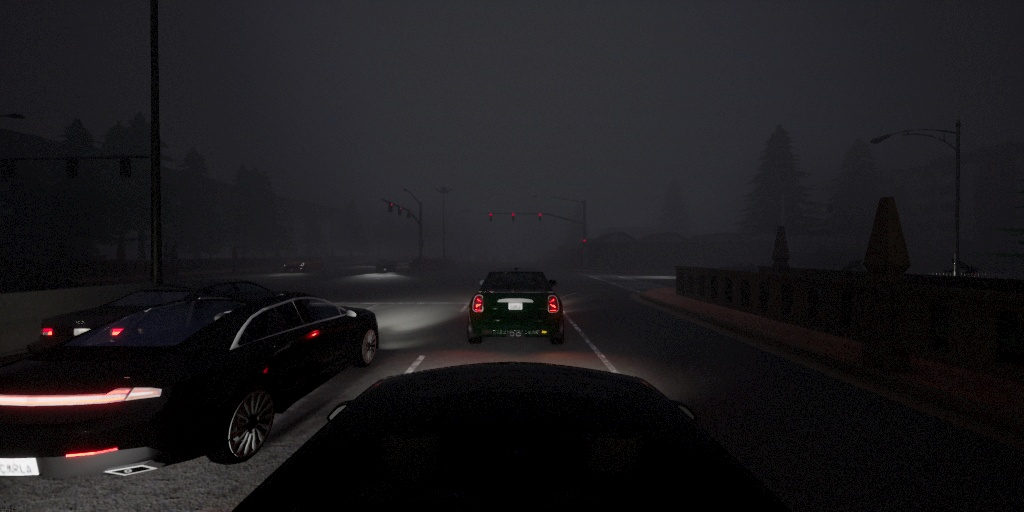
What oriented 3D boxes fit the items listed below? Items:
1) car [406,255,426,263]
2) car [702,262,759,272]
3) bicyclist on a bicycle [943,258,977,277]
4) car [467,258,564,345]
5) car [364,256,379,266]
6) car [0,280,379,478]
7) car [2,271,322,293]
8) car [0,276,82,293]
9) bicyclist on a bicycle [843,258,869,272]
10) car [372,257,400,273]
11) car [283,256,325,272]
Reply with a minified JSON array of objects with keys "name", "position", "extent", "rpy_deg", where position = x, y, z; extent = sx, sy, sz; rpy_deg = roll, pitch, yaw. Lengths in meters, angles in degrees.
[{"name":"car","position":[-14.092,0.740,54.653],"extent":[1.882,1.535,5.008],"rpy_deg":[0,1,0]},{"name":"car","position":[18.066,1.108,29.328],"extent":[4.718,1.301,1.895],"rpy_deg":[0,1,2]},{"name":"bicyclist on a bicycle","position":[22.202,0.919,17.779],"extent":[0.582,1.620,1.656],"rpy_deg":[0,0,-35]},{"name":"car","position":[0.142,1.048,9.570],"extent":[2.097,1.767,4.553],"rpy_deg":[0,1,2]},{"name":"car","position":[-21.084,0.784,55.064],"extent":[1.812,1.442,4.674],"rpy_deg":[0,0,0]},{"name":"car","position":[-3.437,1.224,4.908],"extent":[2.128,1.511,4.902],"rpy_deg":[0,1,0]},{"name":"car","position":[-6.921,1.251,8.294],"extent":[2.033,1.411,5.357],"rpy_deg":[0,1,0]},{"name":"car","position":[-14.099,1.253,9.951],"extent":[1.994,1.385,4.181],"rpy_deg":[0,0,0]},{"name":"bicyclist on a bicycle","position":[17.868,0.911,18.630],"extent":[0.582,1.620,1.656],"rpy_deg":[0,1,-14]},{"name":"car","position":[-13.116,1.029,37.497],"extent":[1.895,1.301,4.718],"rpy_deg":[0,1,-15]},{"name":"car","position":[-21.101,0.788,36.579],"extent":[2.097,1.767,4.553],"rpy_deg":[0,1,0]}]
